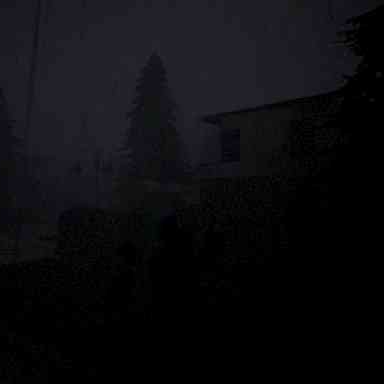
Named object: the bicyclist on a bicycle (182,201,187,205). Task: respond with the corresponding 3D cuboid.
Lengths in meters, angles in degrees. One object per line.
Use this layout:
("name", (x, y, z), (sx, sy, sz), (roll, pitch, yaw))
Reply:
("bicyclist on a bicycle", (-0.523, 1.499, 24.059), (1.656, 1.620, 0.582), (-1, 0, 42))
